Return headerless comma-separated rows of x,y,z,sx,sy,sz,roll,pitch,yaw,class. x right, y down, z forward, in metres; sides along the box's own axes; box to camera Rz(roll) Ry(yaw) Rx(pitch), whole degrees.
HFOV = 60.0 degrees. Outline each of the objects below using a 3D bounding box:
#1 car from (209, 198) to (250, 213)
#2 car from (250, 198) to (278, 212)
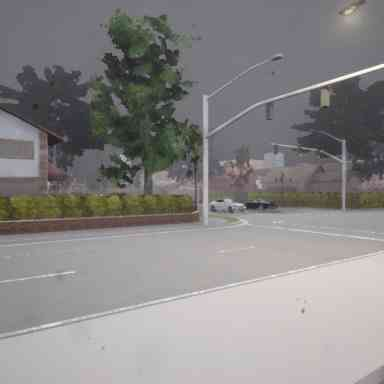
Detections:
3.773,1.435,36.342,1.812,1.442,4.674,0,0,-36,car
7.410,1.398,37.612,2.128,1.511,4.902,0,0,-36,car
